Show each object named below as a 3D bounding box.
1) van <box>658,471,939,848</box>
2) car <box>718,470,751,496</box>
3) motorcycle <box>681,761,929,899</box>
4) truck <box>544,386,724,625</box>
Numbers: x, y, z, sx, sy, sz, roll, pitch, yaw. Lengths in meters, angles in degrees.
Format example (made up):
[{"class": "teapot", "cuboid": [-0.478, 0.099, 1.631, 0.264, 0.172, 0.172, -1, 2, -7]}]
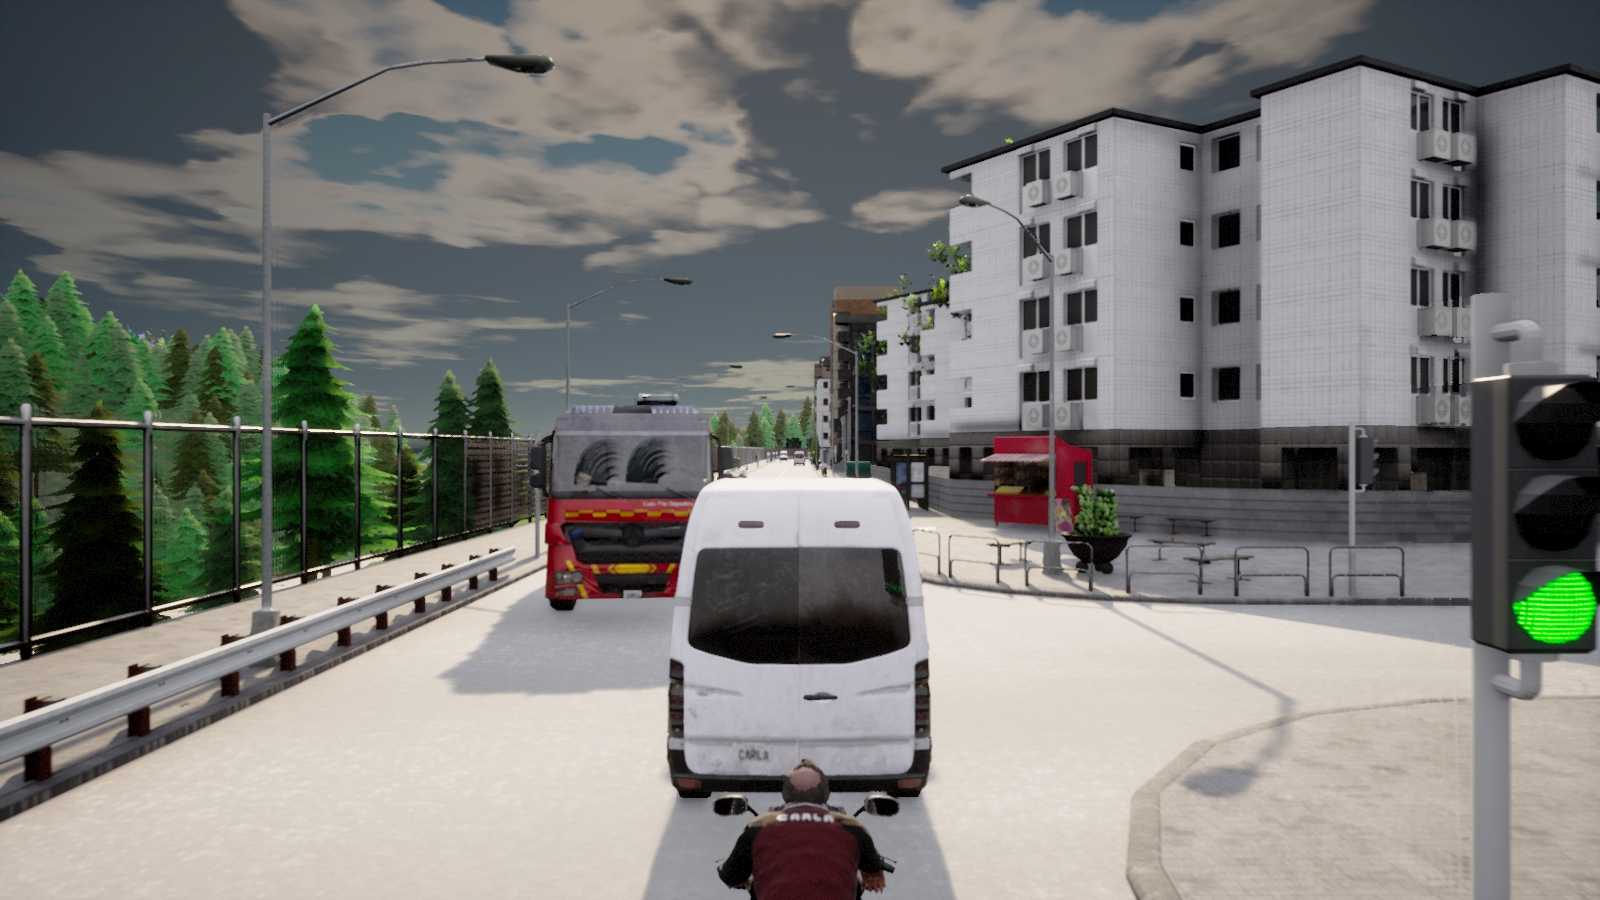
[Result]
[{"class": "van", "cuboid": [-0.011, 1.535, 11.033, 1.988, 2.561, 5.915, 0, 0, 0]}, {"class": "car", "cuboid": [-4.039, 2.036, 71.236, 1.845, 1.501, 3.633, 0, 0, 0]}, {"class": "motorcycle", "cuboid": [0.023, 2.205, 4.714, 0.867, 1.251, 2.209, 0, 0, 0]}, {"class": "truck", "cuboid": [-3.282, 0.890, 22.727, 2.891, 3.827, 8.468, 0, 0, -8]}]
